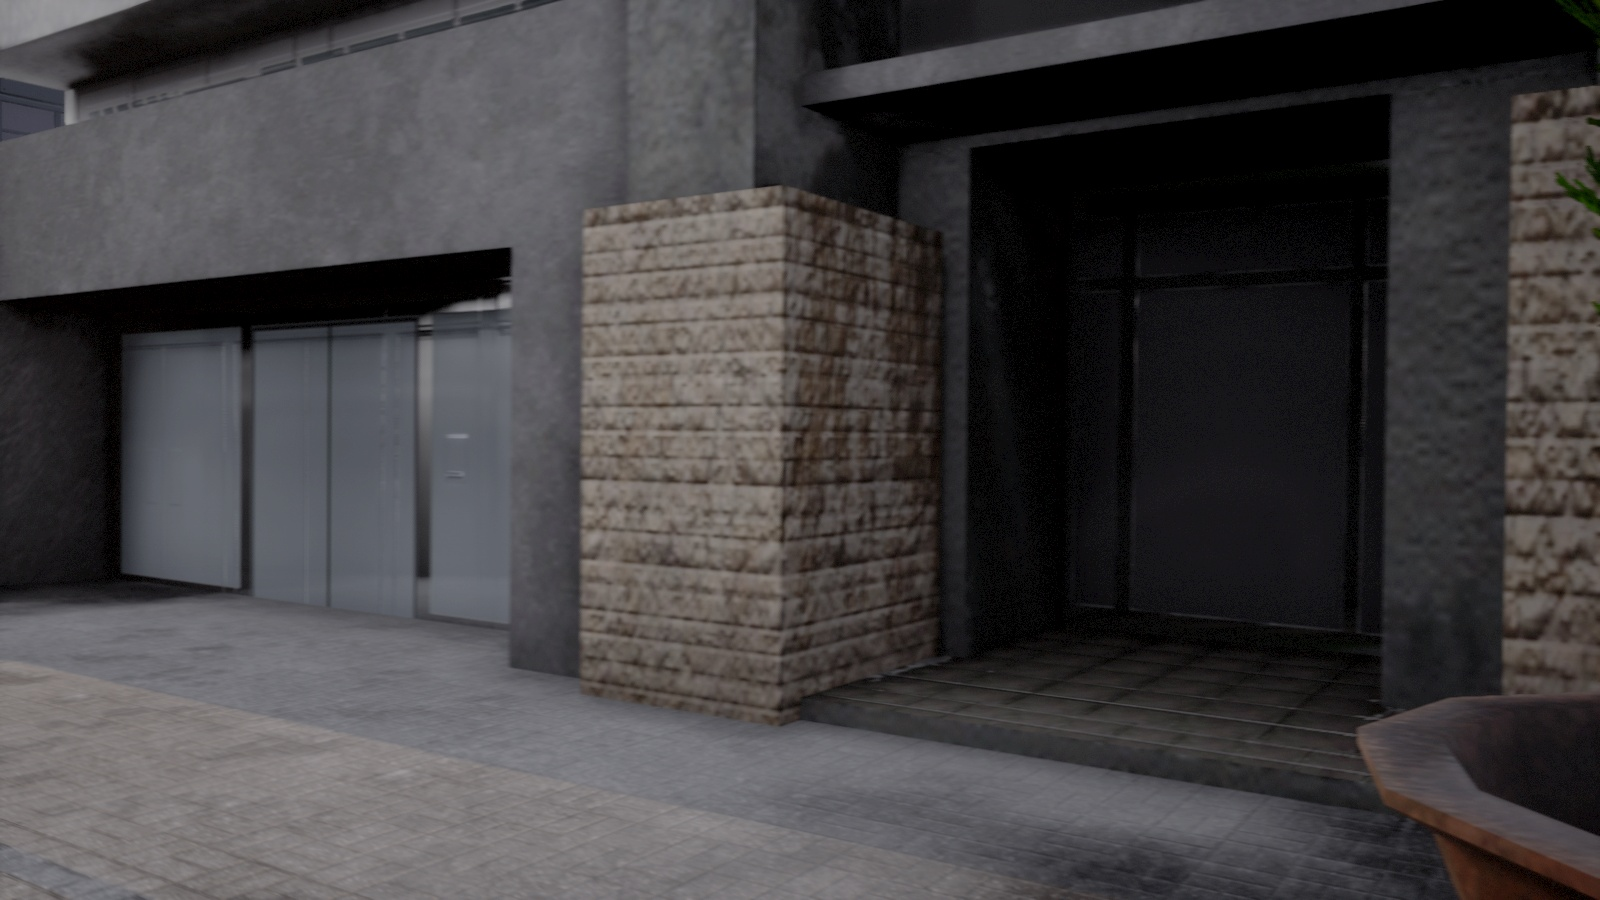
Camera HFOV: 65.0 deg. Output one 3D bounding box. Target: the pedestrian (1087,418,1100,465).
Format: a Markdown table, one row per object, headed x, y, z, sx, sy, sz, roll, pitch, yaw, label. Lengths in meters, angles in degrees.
| x | y | z | sx | sy | sz | roll | pitch | yaw | label |
| --- | --- | --- | --- | --- | --- | --- | --- | --- | --- |
| 11.562 | -0.339 | 49.460 | 0.345 | 1.836 | 0.594 | 0 | 1 | 32 | pedestrian |
